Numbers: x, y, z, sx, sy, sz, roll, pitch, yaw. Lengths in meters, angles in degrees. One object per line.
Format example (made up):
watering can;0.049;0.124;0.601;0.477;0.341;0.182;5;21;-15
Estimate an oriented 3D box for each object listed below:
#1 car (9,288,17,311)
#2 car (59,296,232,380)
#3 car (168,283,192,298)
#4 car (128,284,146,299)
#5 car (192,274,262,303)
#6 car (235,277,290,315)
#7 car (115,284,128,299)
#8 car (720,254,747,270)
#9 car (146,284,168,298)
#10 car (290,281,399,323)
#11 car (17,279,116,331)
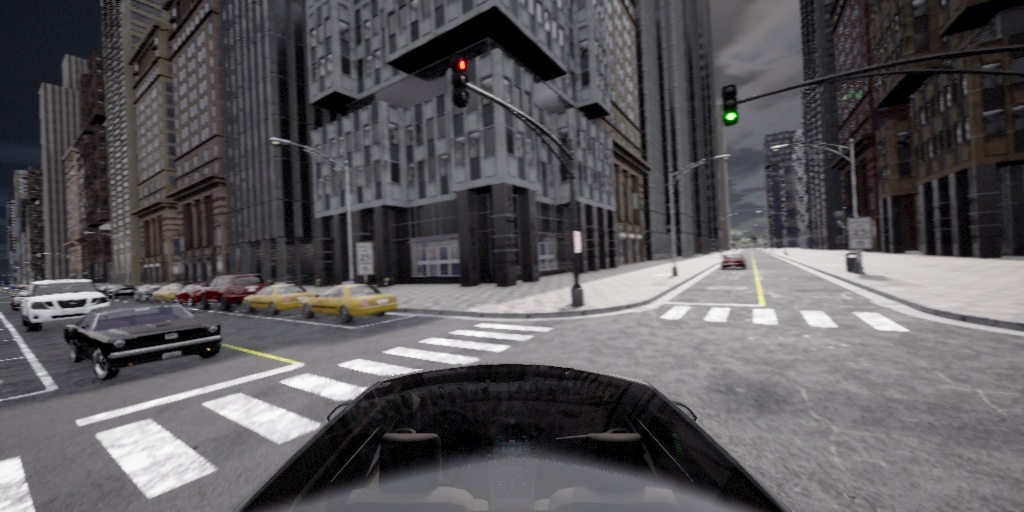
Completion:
car;-35.658;3.221;26.716;4.674;1.442;1.812;-3;-1;34
car;-8.905;1.837;8.620;4.718;1.301;1.895;-3;0;33
car;-20.263;2.453;23.337;4.507;1.381;1.888;0;0;34
car;-29.542;2.965;29.596;4.403;1.370;2.007;0;0;34
car;-15.623;1.969;20.208;5.009;1.841;2.192;0;0;34
car;-11.125;1.927;17.174;4.829;1.417;1.751;0;0;34
car;-38.820;3.488;35.854;4.313;1.339;1.948;0;0;34
car;19.505;0.491;31.539;1.895;1.301;4.718;-3;0;34
car;-25.044;2.686;26.562;4.829;1.417;1.751;0;0;34
car;-6.486;1.674;14.045;4.829;1.417;1.751;0;0;34
car;-20.413;2.085;16.339;5.566;2.045;2.150;-3;-1;34
